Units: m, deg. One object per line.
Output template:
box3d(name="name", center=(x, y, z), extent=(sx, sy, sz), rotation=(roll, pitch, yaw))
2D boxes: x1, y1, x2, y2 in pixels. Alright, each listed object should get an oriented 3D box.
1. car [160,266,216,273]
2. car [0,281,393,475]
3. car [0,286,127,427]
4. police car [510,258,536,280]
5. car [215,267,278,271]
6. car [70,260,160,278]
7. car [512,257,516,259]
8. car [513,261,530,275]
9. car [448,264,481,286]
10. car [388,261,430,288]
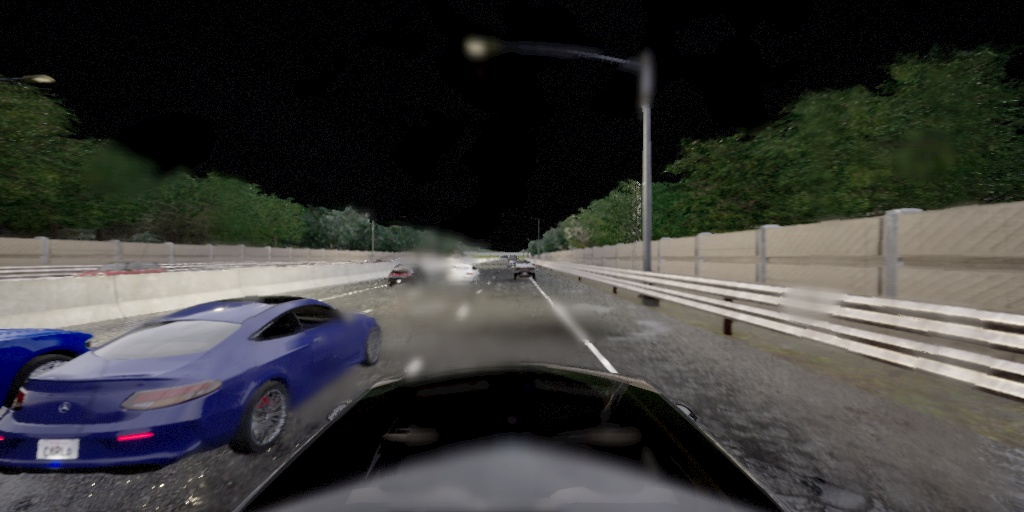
box3d(name="car", center=(-21.086, 1.395, 24.940), extent=(1.895, 1.301, 4.718), rotation=(0, 0, 0))
box3d(name="car", center=(-3.396, 1.278, 4.986), extent=(1.812, 1.442, 4.674), rotation=(0, 0, 0))
box3d(name="car", center=(-6.900, 1.229, 3.045), extent=(1.882, 1.535, 5.008), rotation=(0, 0, 0))
box3d(name="police car", center=(1.051, 1.245, 32.095), extent=(1.930, 1.638, 5.238), rotation=(0, 0, 0))
box3d(name="car", center=(-17.586, 1.395, 24.947), extent=(1.895, 1.301, 4.718), rotation=(0, 0, 0))
box3d(name="car", center=(-24.581, 1.139, 22.615), extent=(2.097, 1.767, 4.553), rotation=(0, 0, 0))
box3d(name="car", center=(1.052, 1.335, 48.176), extent=(1.801, 1.575, 5.366), rotation=(0, 0, 0))
box3d(name="car", center=(1.051, 1.335, 41.986), extent=(1.882, 1.535, 5.008), rotation=(0, 0, 0))
box3d(name="car", center=(-3.396, 1.322, 25.770), extent=(1.812, 1.442, 4.674), rotation=(0, 0, 0))
box3d(name="car", center=(-6.900, 1.297, 24.395), extent=(1.837, 1.490, 4.892), rotation=(0, 0, 0))
